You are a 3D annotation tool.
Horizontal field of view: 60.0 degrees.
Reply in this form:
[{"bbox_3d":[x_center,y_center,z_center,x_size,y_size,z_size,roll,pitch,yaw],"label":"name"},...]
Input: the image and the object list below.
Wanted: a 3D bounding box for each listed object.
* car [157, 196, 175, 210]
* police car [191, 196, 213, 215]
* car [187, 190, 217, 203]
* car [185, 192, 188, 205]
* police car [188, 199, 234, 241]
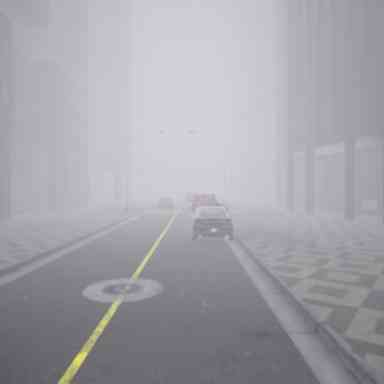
[{"bbox_3d":[-3.077,1.257,39.761,1.882,1.535,5.008,0,0,0],"label":"car"},{"bbox_3d":[0.909,1.256,32.367,1.930,1.638,5.238,0,0,0],"label":"police car"},{"bbox_3d":[0.907,1.095,26.286,2.150,2.045,5.566,0,0,0],"label":"car"},{"bbox_3d":[0.014,0.910,52.842,2.150,2.045,5.566,0,0,0],"label":"car"},{"bbox_3d":[0.905,1.352,16.368,1.930,1.638,5.238,0,0,0],"label":"police car"}]
